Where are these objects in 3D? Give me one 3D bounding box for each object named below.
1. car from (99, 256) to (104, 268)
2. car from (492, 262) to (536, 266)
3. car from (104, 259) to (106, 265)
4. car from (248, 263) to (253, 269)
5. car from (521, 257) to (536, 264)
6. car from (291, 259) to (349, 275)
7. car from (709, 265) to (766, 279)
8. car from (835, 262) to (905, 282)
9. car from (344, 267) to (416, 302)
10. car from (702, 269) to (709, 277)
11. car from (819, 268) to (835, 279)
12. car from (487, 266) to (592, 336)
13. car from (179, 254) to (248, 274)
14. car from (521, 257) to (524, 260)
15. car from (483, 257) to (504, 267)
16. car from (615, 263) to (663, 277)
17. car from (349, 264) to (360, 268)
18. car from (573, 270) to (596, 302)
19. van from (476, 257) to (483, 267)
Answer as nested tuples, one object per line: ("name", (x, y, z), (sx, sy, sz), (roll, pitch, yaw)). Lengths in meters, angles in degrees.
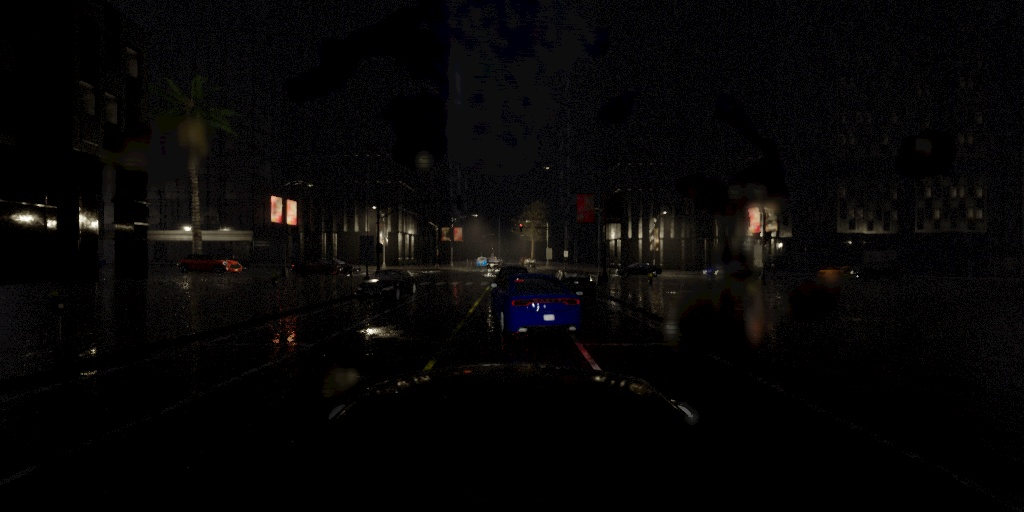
("car", (-40.554, 0.584, 32.492), (4.674, 1.442, 1.812), (1, 0, 0))
("car", (0.077, 1.254, 18.060), (1.837, 1.490, 4.892), (0, 0, 0))
("car", (-44.135, 0.225, 35.775), (5.566, 2.045, 2.150), (1, 0, 1))
("car", (-28.723, 0.865, 35.683), (4.718, 1.301, 1.895), (1, 0, 0))
("car", (2.985, 1.307, 59.033), (2.007, 1.370, 4.403), (0, 0, 1))
("car", (-17.490, 1.020, 32.388), (4.181, 1.385, 1.994), (1, 0, 0))
("car", (24.737, 1.729, 38.926), (4.902, 1.511, 2.128), (1, 0, 0))
("car", (39.047, 1.724, 38.860), (5.566, 2.045, 2.150), (0, 0, 0))
("car", (-5.754, 1.299, 16.859), (2.007, 1.370, 4.403), (0, 0, 0))
("car", (24.956, 1.774, 42.176), (4.674, 1.442, 1.812), (1, 0, 0))
("car", (39.023, 1.994, 42.103), (5.008, 1.535, 1.882), (1, 0, 1))
("car", (0.477, 1.227, 10.487), (1.882, 1.535, 5.008), (0, 0, -8))
("car", (-27.150, 0.638, 32.426), (4.553, 1.767, 2.097), (1, 0, 0))
("car", (3.040, 1.284, 64.716), (1.751, 1.417, 4.829), (0, 0, 1))
("car", (-2.876, 1.247, 56.222), (2.128, 1.511, 4.902), (0, 0, 2))
("car", (13.767, 1.524, 38.954), (4.902, 1.511, 2.128), (1, 0, -1))
("car", (-17.966, 1.001, 35.640), (5.357, 1.411, 2.033), (1, 0, 0))
("car", (2.771, 1.299, 16.851), (2.007, 1.370, 4.403), (0, 0, 0))
("van", (-5.486, 1.099, 64.626), (1.690, 1.789, 3.998), (0, 0, 1))
